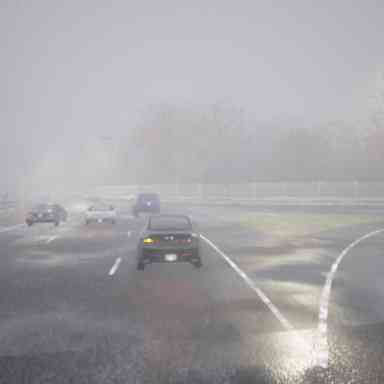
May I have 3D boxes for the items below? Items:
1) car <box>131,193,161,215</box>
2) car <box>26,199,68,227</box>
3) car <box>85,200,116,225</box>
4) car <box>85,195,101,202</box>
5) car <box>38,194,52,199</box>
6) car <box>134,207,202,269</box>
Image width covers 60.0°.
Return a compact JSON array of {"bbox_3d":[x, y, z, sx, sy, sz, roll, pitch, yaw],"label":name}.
[{"bbox_3d":[-4.116,1.070,29.365,2.150,2.045,5.566,0,0,-14],"label":"car"},{"bbox_3d":[-9.627,1.454,22.362,2.033,1.411,5.357,0,0,-13],"label":"car"},{"bbox_3d":[-6.243,1.492,23.120,1.895,1.301,4.718,0,0,-12],"label":"car"},{"bbox_3d":[-17.632,1.252,59.537,1.812,1.442,4.674,0,0,-32],"label":"car"},{"bbox_3d":[-36.565,1.257,82.624,4.718,1.301,1.895,0,0,45],"label":"car"},{"bbox_3d":[-0.807,1.444,11.034,1.837,1.490,4.892,0,0,-6],"label":"car"}]
